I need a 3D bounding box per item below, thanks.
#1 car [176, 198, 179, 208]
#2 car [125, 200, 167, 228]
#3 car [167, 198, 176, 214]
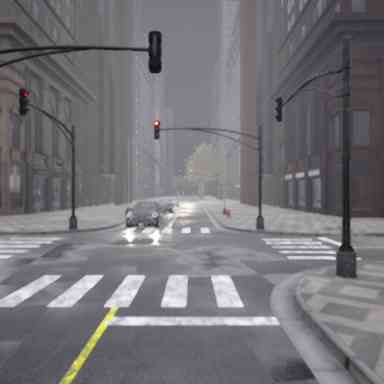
[{"bbox_3d":[-3.006,1.656,52.272,1.812,1.442,4.674,0,0,1],"label":"car"},{"bbox_3d":[-3.083,1.399,22.384,2.097,1.767,4.553,0,0,0],"label":"car"},{"bbox_3d":[-3.061,1.608,37.327,1.812,1.442,4.674,0,0,0],"label":"car"}]
